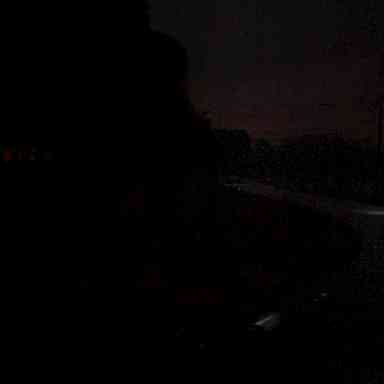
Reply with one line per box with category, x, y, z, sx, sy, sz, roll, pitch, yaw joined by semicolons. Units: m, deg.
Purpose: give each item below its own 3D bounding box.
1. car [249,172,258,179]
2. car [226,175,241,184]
car;14.846;-4.069;80.229;1.970;1.475;3.806;-1;3;12
car;7.415;-2.269;60.192;1.812;1.442;4.674;-1;6;-4
